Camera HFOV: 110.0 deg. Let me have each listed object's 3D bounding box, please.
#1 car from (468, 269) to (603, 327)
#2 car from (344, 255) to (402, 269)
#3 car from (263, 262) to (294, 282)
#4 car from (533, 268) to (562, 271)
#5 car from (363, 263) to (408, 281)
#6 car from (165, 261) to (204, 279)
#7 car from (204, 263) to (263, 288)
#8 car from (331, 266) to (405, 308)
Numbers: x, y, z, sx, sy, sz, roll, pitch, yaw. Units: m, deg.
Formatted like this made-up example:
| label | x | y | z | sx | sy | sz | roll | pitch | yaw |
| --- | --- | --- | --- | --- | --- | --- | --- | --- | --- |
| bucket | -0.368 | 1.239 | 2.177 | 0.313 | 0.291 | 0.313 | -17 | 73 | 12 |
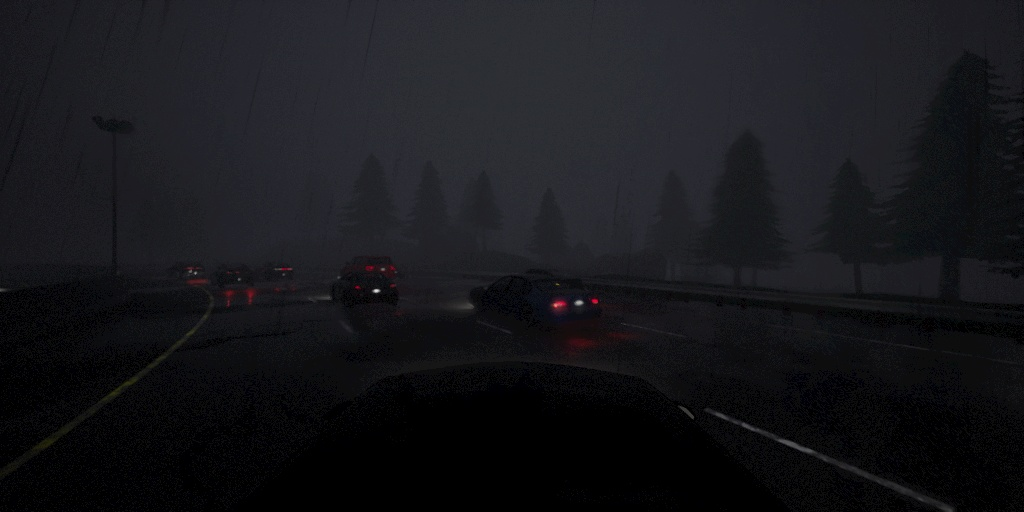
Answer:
| label | x | y | z | sx | sy | sz | roll | pitch | yaw |
| --- | --- | --- | --- | --- | --- | --- | --- | --- | --- |
| car | 0.459 | 1.294 | 11.632 | 2.033 | 1.411 | 5.357 | 0 | 0 | -32 |
| car | -10.242 | 0.963 | 25.384 | 2.150 | 2.045 | 5.566 | 0 | 0 | -43 |
| car | -19.488 | 1.227 | 29.263 | 4.902 | 1.511 | 2.128 | 0 | 0 | 40 |
| car | 1.332 | 1.270 | 16.567 | 1.812 | 1.442 | 4.674 | 0 | 0 | -34 |
| car | -11.028 | 1.300 | 31.037 | 4.181 | 1.385 | 1.994 | 0 | 0 | 44 |
| car | -29.400 | 1.237 | 32.294 | 4.892 | 1.490 | 1.837 | 0 | 0 | 33 |
| car | -18.614 | 1.230 | 23.849 | 4.902 | 1.511 | 2.128 | 0 | 0 | 43 |
| car | -6.366 | 1.307 | 15.342 | 1.994 | 1.385 | 4.181 | 0 | 0 | -36 |
